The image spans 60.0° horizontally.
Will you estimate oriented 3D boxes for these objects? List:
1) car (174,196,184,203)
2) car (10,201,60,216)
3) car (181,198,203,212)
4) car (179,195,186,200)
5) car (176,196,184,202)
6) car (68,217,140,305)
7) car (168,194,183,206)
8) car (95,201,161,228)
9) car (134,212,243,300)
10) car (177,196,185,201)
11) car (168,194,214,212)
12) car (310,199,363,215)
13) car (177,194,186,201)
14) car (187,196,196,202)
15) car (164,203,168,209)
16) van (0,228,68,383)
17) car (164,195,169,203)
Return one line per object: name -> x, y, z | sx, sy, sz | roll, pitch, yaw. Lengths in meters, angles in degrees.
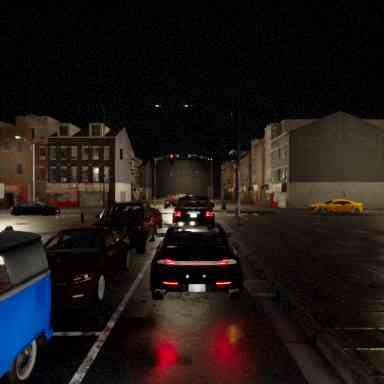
car -> -2.714, 1.606, 72.553 | 2.008, 1.369, 4.403 | 0, 0, 0
car -> -14.483, 1.571, 30.866 | 4.181, 1.385, 1.994 | 0, 0, 0
car -> -0.074, 1.505, 40.669 | 2.128, 1.511, 4.902 | -1, 0, -7
car -> -2.736, 1.537, 94.261 | 1.967, 1.590, 4.097 | 0, 0, 0
car -> -2.719, 1.590, 77.811 | 1.752, 1.417, 4.829 | 0, 0, 0
car -> -2.651, 1.544, 8.142 | 1.887, 1.381, 4.507 | 0, 0, 0
car -> -2.700, 1.345, 56.273 | 2.192, 1.841, 5.009 | 0, 0, 0
car -> -2.657, 1.315, 13.576 | 2.192, 1.841, 5.009 | 0, 0, 0
car -> 0.090, 1.491, 8.337 | 2.128, 1.511, 4.902 | 0, 0, 0
car -> -2.725, 1.641, 83.407 | 1.947, 1.339, 4.313 | 0, 0, 0
car -> 0.082, 1.223, 18.530 | 2.150, 2.045, 5.566 | 0, 0, 0
car -> 14.610, 1.497, 33.792 | 5.008, 1.535, 1.882 | 0, 0, 0
car -> -2.732, 1.401, 88.835 | 2.192, 1.841, 5.009 | 0, 0, 0
car -> -0.074, 1.649, 76.166 | 1.895, 1.301, 4.718 | 0, 0, 0
car -> -2.661, 1.546, 19.009 | 1.887, 1.381, 4.507 | 0, 0, 0
van -> -2.646, 1.341, 2.708 | 1.690, 1.788, 3.998 | 0, 0, 0
car -> -2.689, 1.333, 45.419 | 2.192, 1.841, 5.009 | 0, 0, 0
